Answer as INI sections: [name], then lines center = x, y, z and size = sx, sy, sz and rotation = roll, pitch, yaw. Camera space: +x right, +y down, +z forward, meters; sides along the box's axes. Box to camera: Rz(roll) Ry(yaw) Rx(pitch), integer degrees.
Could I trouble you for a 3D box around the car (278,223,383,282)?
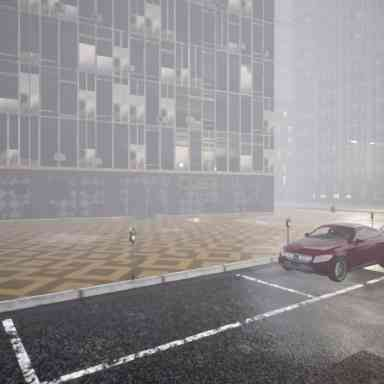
[car]
center = 4.325, 1.579, 9.657
size = 4.206, 1.307, 1.802
rotation = 0, 0, -36
